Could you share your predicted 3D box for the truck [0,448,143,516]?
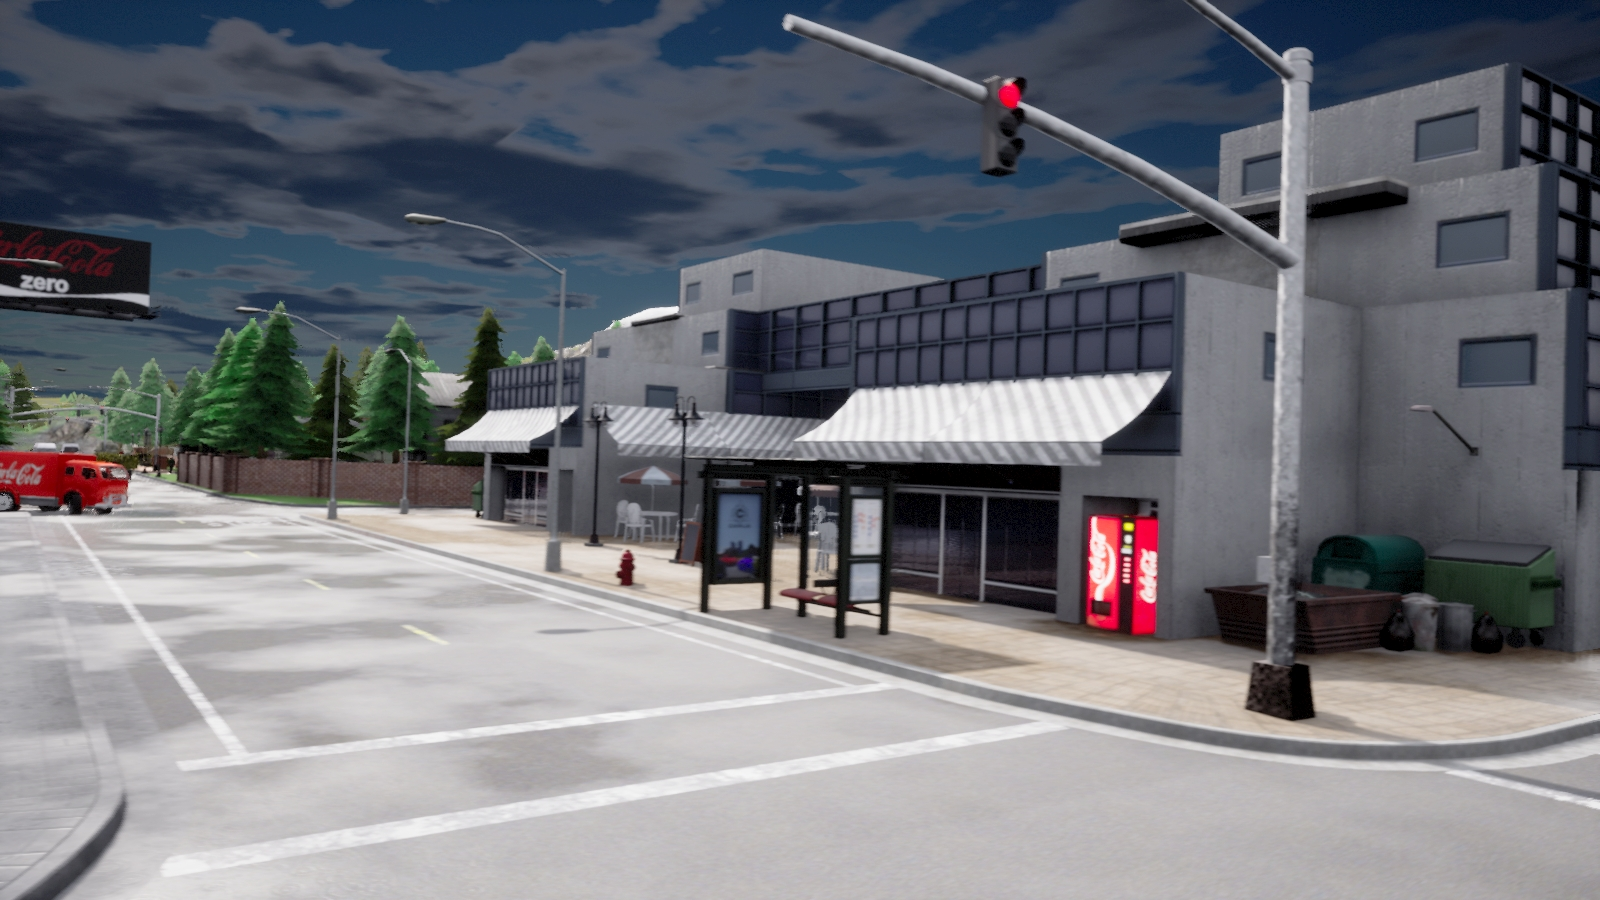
[{"bbox_3d":[-29.403,1.258,45.276,5.204,2.467,2.627,2,-2,7],"label":"truck"}]
